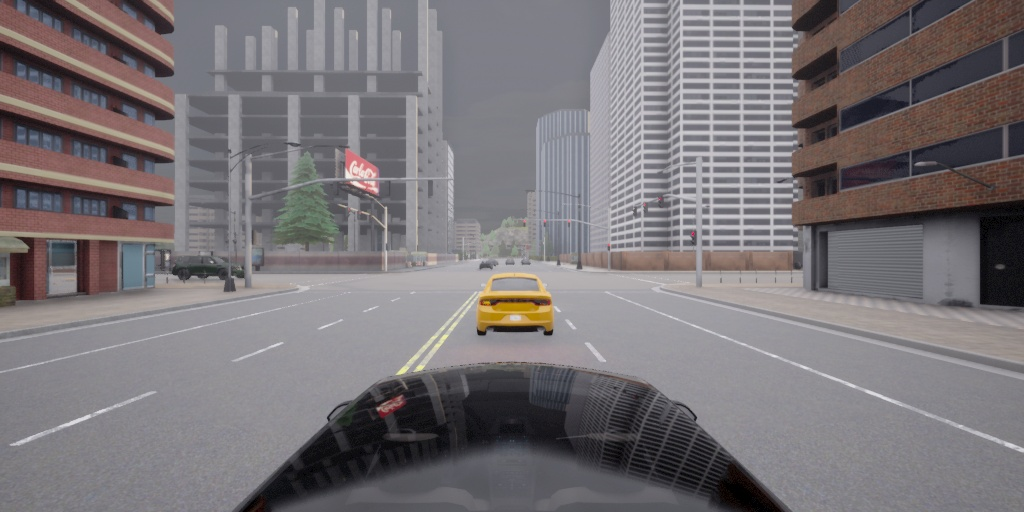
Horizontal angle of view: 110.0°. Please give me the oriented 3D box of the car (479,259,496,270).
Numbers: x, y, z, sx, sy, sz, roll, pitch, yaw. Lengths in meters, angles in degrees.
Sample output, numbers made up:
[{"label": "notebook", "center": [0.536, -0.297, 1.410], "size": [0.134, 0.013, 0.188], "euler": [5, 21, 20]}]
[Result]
[{"label": "car", "center": [-3.855, 1.350, 53.985], "size": [1.895, 1.301, 4.718], "euler": [0, 0, 0]}]

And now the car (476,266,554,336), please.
[{"label": "car", "center": [0.065, 1.228, 10.468], "size": [1.882, 1.535, 5.008], "euler": [0, 0, 0]}]

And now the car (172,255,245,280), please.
[{"label": "car", "center": [-25.304, 0.972, 30.302], "size": [5.566, 2.045, 2.150], "euler": [0, 0, -1]}]
